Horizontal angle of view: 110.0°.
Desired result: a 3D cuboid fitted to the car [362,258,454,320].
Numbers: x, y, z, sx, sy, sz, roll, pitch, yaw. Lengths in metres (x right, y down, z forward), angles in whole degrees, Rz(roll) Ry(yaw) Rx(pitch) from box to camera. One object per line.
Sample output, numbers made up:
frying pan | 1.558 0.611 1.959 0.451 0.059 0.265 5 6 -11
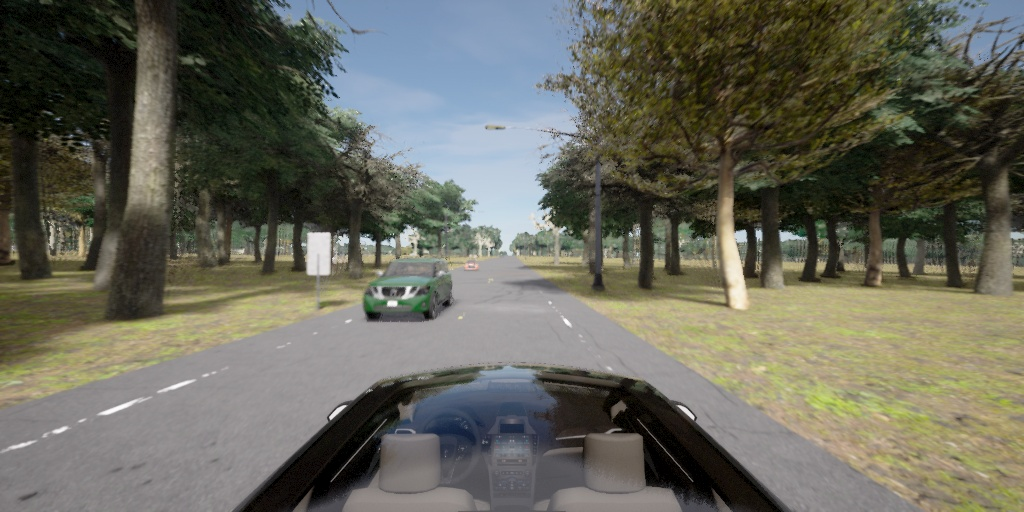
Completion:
car | -3.607 1.090 13.559 2.150 2.045 5.566 0 0 0

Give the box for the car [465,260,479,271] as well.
car | -6.254 1.362 55.619 2.097 1.767 4.553 0 0 -6
